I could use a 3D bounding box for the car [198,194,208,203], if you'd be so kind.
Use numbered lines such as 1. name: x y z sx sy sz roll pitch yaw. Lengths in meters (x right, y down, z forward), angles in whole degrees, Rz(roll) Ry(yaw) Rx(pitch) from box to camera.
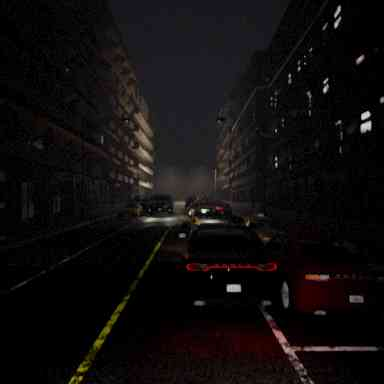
1. car: 2.414 1.378 73.793 2.192 1.841 5.009 1 0 0

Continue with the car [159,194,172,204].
1. car: -5.421 1.365 68.306 2.192 1.841 5.009 1 0 0

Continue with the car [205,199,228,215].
1. car: 2.517 1.547 35.077 2.008 1.369 4.403 1 0 0

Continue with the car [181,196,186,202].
1. car: -0.076 1.552 45.142 2.033 1.411 5.357 0 0 0

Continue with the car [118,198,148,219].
1. car: -5.351 1.519 29.423 1.752 1.417 4.829 2 0 0

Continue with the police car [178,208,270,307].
1. police car: 0.694 1.419 8.194 1.930 1.638 5.238 0 0 0

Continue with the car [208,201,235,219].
1. car: 2.528 1.538 29.545 1.887 1.381 4.507 1 0 0

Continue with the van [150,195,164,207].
1. van: -5.390 1.356 51.716 1.690 1.788 3.998 1 0 0

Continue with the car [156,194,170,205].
1. car: -5.410 1.352 62.776 2.192 1.841 5.009 1 0 0

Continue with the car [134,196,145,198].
1. car: -5.357 1.312 35.125 2.192 1.841 5.009 2 0 0

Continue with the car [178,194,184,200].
1. car: -2.932 1.487 95.518 2.097 1.767 4.553 0 0 0

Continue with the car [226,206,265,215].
1. car: 2.560 1.516 13.125 1.752 1.417 4.829 1 0 0

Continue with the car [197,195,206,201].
1. car: 2.390 1.537 84.856 1.967 1.590 4.097 1 0 0

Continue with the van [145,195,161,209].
1. van: -5.378 1.348 46.184 1.690 1.788 3.998 2 0 0

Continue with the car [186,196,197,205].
1. car: -0.112 1.533 58.811 1.837 1.490 4.892 0 0 0

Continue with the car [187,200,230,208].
1. car: 0.790 1.446 18.281 1.801 1.575 5.366 0 0 0

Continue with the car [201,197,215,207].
1. car: 2.486 1.560 51.669 1.887 1.381 4.507 1 0 0

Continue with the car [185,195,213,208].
1. car: 0.778 1.342 24.062 2.097 1.767 4.553 0 0 0

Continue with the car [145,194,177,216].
1. car: -2.911 1.216 32.654 2.150 2.045 5.566 0 0 0

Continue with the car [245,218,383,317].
1. car: 2.571 1.539 7.423 1.887 1.381 4.507 1 0 0
